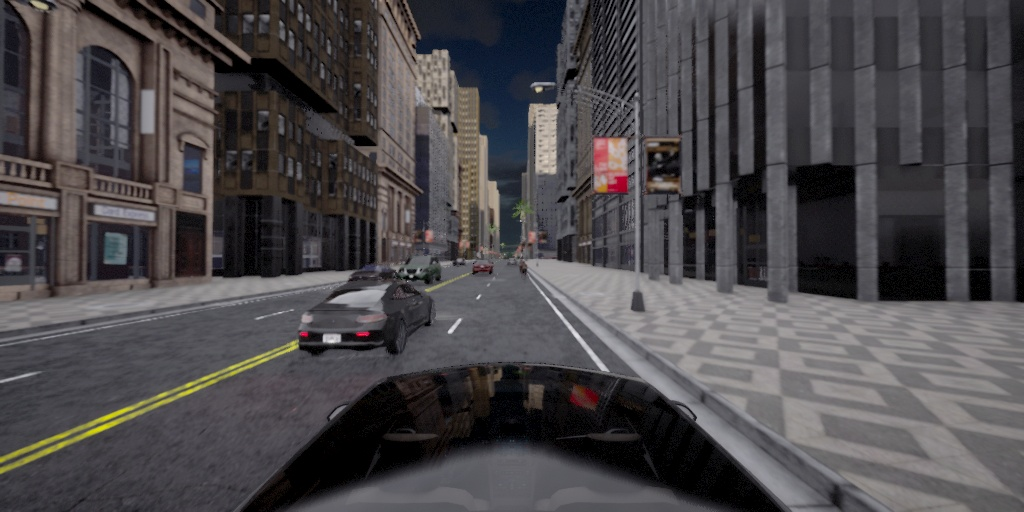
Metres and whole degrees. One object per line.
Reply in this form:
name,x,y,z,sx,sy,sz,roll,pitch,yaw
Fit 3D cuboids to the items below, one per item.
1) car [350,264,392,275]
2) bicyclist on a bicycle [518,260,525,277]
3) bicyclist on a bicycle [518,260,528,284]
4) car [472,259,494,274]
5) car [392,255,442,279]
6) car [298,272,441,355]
car,-9.841,1.289,25.862,2.033,1.411,5.357,0,0,0
bicyclist on a bicycle,0.907,1.189,35.023,0.582,1.620,1.656,0,0,0
bicyclist on a bicycle,0.904,1.194,26.018,0.582,1.620,1.656,0,0,0
car,-3.137,1.083,39.964,2.097,1.767,4.553,0,0,0
car,-6.588,0.963,26.240,2.150,2.045,5.566,0,0,0
car,-3.148,1.275,8.568,1.812,1.442,4.674,0,0,0
